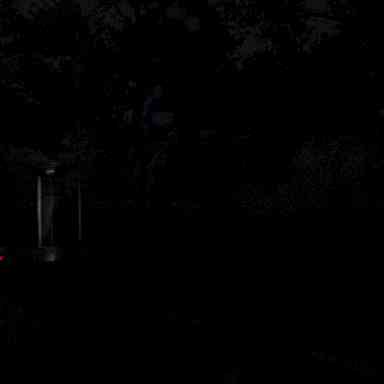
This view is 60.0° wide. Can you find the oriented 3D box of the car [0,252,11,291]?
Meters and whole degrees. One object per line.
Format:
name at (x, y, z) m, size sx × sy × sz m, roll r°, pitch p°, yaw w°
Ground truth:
car at (-6.046, 1.556, 7.690) m, size 4.181 × 1.385 × 1.994 m, roll 0°, pitch 0°, yaw 35°
